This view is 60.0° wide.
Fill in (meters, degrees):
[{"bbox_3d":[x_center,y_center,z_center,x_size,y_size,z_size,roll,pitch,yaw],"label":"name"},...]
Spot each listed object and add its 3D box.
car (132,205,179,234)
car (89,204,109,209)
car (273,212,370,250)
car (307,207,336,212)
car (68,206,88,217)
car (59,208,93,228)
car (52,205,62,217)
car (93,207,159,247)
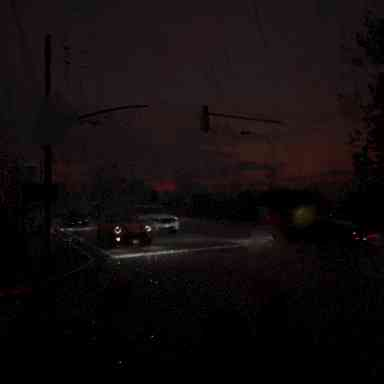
[{"bbox_3d":[-2.956,1.954,24.194,2.150,2.045,5.566,0,-2,-29],"label":"car"},{"bbox_3d":[-10.519,2.443,38.109,2.150,2.045,5.566,0,-2,-28],"label":"car"},{"bbox_3d":[6.189,1.943,16.442,1.812,1.442,4.674,-3,0,-38],"label":"car"},{"bbox_3d":[11.876,2.083,30.625,2.033,1.411,5.357,-1,-2,2],"label":"car"},{"bbox_3d":[-17.731,2.936,51.580,2.128,1.511,4.902,0,-2,-28],"label":"car"},{"bbox_3d":[-11.259,2.566,32.140,1.837,1.490,4.892,0,-2,-29],"label":"car"},{"bbox_3d":[-20.794,2.946,49.887,2.150,2.045,5.566,0,-2,-28],"label":"car"},{"bbox_3d":[-3.793,1.929,18.332,2.097,1.767,4.553,0,-2,-27],"label":"car"}]
